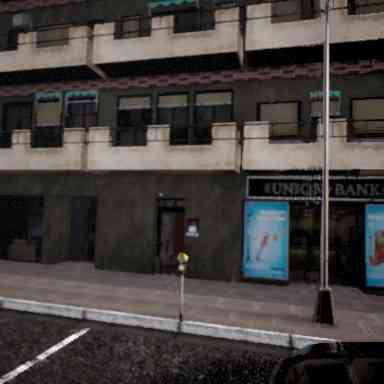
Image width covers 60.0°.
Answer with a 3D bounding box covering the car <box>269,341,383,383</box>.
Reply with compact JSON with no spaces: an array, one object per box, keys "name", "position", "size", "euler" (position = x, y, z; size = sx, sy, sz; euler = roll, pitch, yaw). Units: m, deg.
[{"name":"car","position":[3.005,1.445,1.373],"size":[5.566,2.045,2.150],"euler":[2,-3,9]}]
